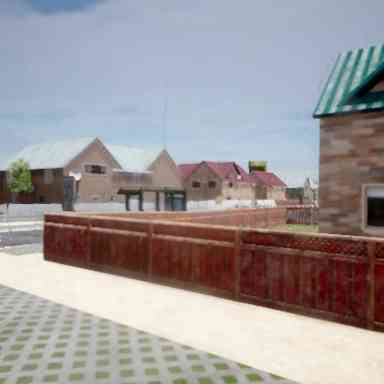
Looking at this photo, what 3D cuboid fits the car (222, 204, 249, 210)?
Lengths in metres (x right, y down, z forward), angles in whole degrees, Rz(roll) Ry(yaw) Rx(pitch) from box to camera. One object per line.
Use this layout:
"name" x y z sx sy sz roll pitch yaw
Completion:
"car" 5.507 2.127 40.093 1.895 1.301 4.718 1 0 36
